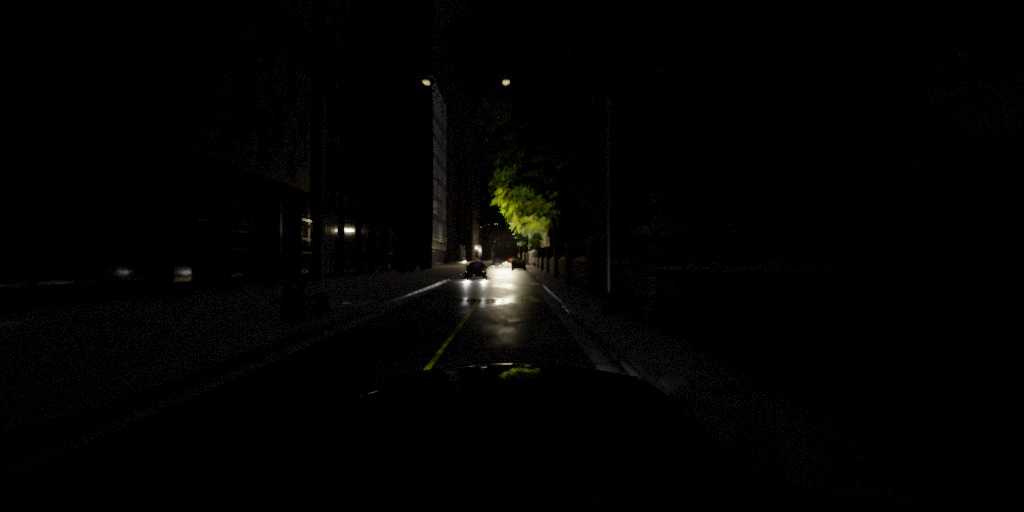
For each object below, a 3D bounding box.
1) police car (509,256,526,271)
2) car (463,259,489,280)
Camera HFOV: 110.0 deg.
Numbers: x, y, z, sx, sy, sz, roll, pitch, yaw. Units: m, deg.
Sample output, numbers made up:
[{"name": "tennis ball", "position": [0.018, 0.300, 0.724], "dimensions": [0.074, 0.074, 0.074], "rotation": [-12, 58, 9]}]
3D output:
[{"name": "police car", "position": [0.915, 1.130, 48.777], "dimensions": [1.930, 1.638, 5.238], "rotation": [0, 0, 0]}, {"name": "car", "position": [-3.083, 1.259, 31.590], "dimensions": [1.812, 1.442, 4.674], "rotation": [0, 0, 0]}]
